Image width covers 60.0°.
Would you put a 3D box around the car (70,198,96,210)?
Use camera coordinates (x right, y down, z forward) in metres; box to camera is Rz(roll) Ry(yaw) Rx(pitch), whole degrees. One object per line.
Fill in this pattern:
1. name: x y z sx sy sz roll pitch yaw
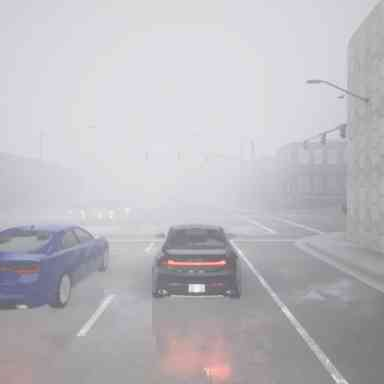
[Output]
1. car: -13.970 1.521 42.578 1.812 1.442 4.674 0 0 1

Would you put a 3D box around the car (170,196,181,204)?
1. car: -3.211 1.471 64.175 1.882 1.535 5.008 0 0 0

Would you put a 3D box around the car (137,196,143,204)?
1. car: -10.373 1.519 62.475 1.812 1.442 4.674 0 0 0

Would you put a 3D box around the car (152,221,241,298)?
1. car: 0.104 1.504 8.478 1.837 1.490 4.892 0 0 0

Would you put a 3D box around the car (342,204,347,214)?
1. car: 14.996 1.012 27.522 5.008 1.535 1.882 -5 0 0

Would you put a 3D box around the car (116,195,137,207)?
1. car: -10.434 1.594 52.321 1.895 1.301 4.718 0 0 0

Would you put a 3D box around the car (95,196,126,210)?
1. car: -10.478 1.597 43.159 1.895 1.301 4.718 0 0 3

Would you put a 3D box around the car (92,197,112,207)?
1. car: -13.936 1.521 51.679 1.812 1.442 4.674 0 0 0

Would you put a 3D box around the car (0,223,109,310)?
1. car: -3.401 1.477 7.933 1.882 1.535 5.008 0 0 0
